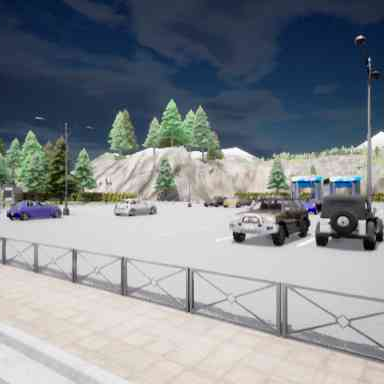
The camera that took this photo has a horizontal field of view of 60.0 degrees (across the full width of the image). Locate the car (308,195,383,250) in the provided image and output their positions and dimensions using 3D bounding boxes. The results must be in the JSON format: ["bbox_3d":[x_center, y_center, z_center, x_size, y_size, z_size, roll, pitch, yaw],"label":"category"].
[{"bbox_3d":[6.038,1.058,12.661,1.905,1.878,3.866,0,0,35],"label":"car"}]

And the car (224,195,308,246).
[{"bbox_3d":[3.433,1.079,14.012,1.932,1.855,4.605,0,0,35],"label":"car"}]

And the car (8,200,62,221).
[{"bbox_3d":[-11.618,1.357,24.914,1.845,1.501,3.633,0,0,35],"label":"car"}]

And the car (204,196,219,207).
[{"bbox_3d":[3.490,1.326,46.116,2.007,1.523,4.514,0,0,35],"label":"car"}]

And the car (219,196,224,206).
[{"bbox_3d":[6.074,1.316,44.337,2.152,1.636,5.027,0,0,35],"label":"car"}]

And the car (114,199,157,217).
[{"bbox_3d":[-4.883,1.368,29.225,1.970,1.475,3.806,0,0,35],"label":"car"}]

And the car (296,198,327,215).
[{"bbox_3d":[11.263,1.303,31.211,1.845,1.501,3.633,0,0,35],"label":"car"}]
